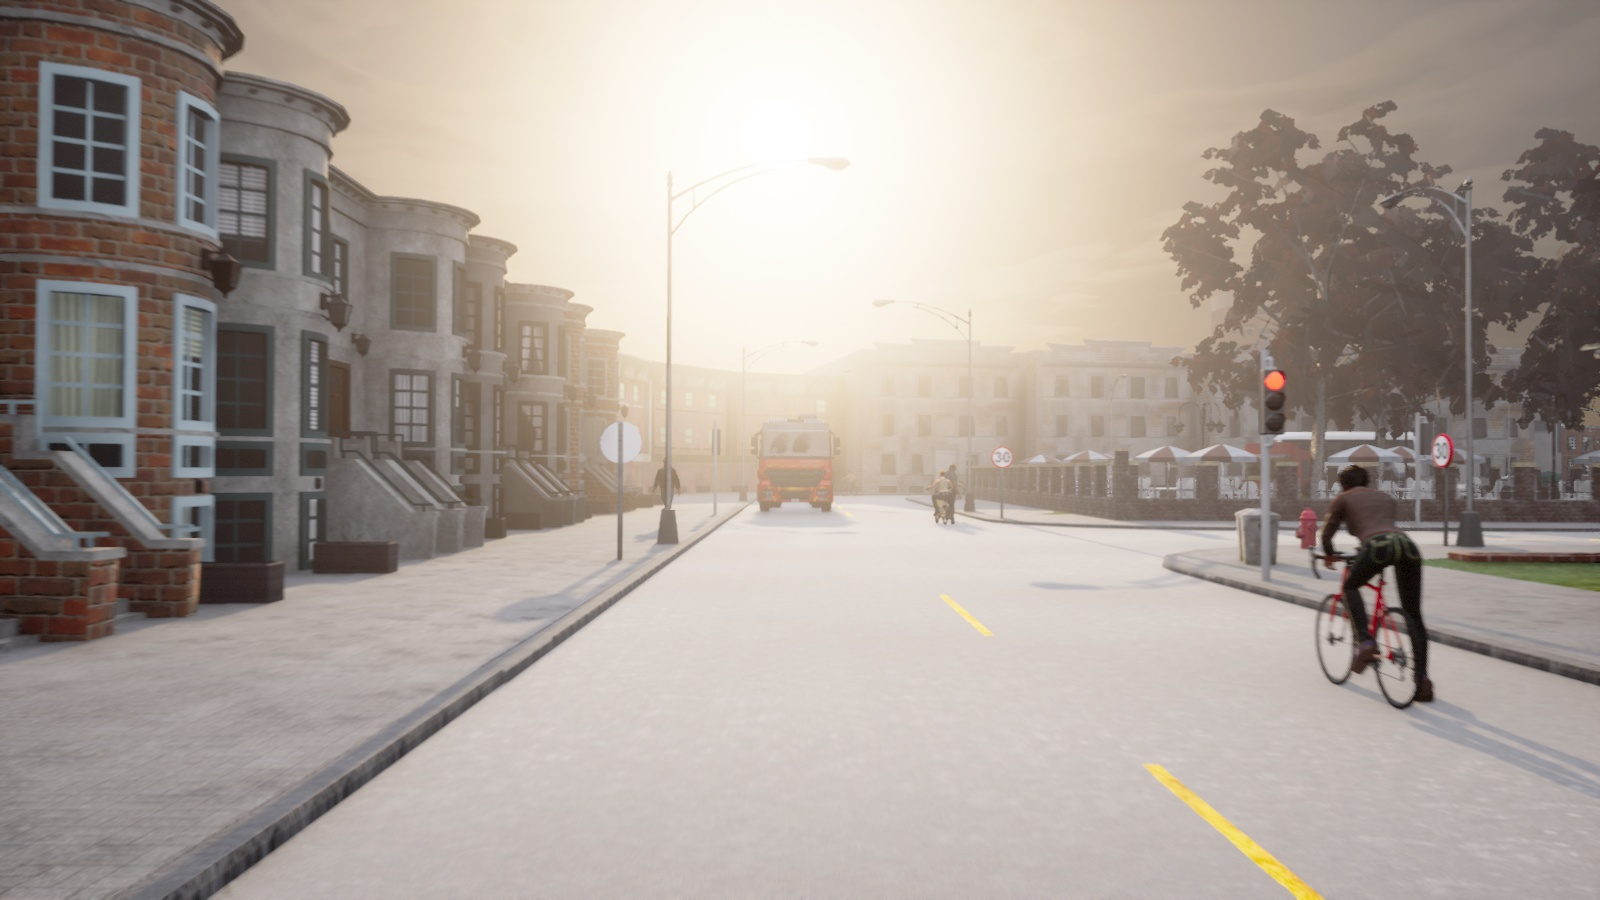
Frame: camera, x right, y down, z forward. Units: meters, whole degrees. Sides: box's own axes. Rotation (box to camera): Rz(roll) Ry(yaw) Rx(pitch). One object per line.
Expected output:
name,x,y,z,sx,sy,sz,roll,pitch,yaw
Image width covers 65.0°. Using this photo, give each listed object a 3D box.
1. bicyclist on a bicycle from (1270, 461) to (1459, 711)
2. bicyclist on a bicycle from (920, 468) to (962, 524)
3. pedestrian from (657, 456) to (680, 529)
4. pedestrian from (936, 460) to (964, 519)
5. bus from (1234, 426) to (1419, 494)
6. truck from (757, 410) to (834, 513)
bicyclist on a bicycle,3.974,0.901,8.984,0.582,1.620,1.656,0,-1,0
bicyclist on a bicycle,4.185,1.356,37.328,0.866,1.612,1.509,0,-1,-8
pedestrian,-3.371,1.075,32.238,0.376,1.854,0.720,0,-1,12
pedestrian,4.759,1.248,39.865,0.694,1.848,0.540,0,-1,-20
bus,33.945,0.657,81.308,10.273,4.253,3.944,0,-1,0
truck,-0.151,0.506,51.349,2.891,3.827,8.468,0,-1,0
